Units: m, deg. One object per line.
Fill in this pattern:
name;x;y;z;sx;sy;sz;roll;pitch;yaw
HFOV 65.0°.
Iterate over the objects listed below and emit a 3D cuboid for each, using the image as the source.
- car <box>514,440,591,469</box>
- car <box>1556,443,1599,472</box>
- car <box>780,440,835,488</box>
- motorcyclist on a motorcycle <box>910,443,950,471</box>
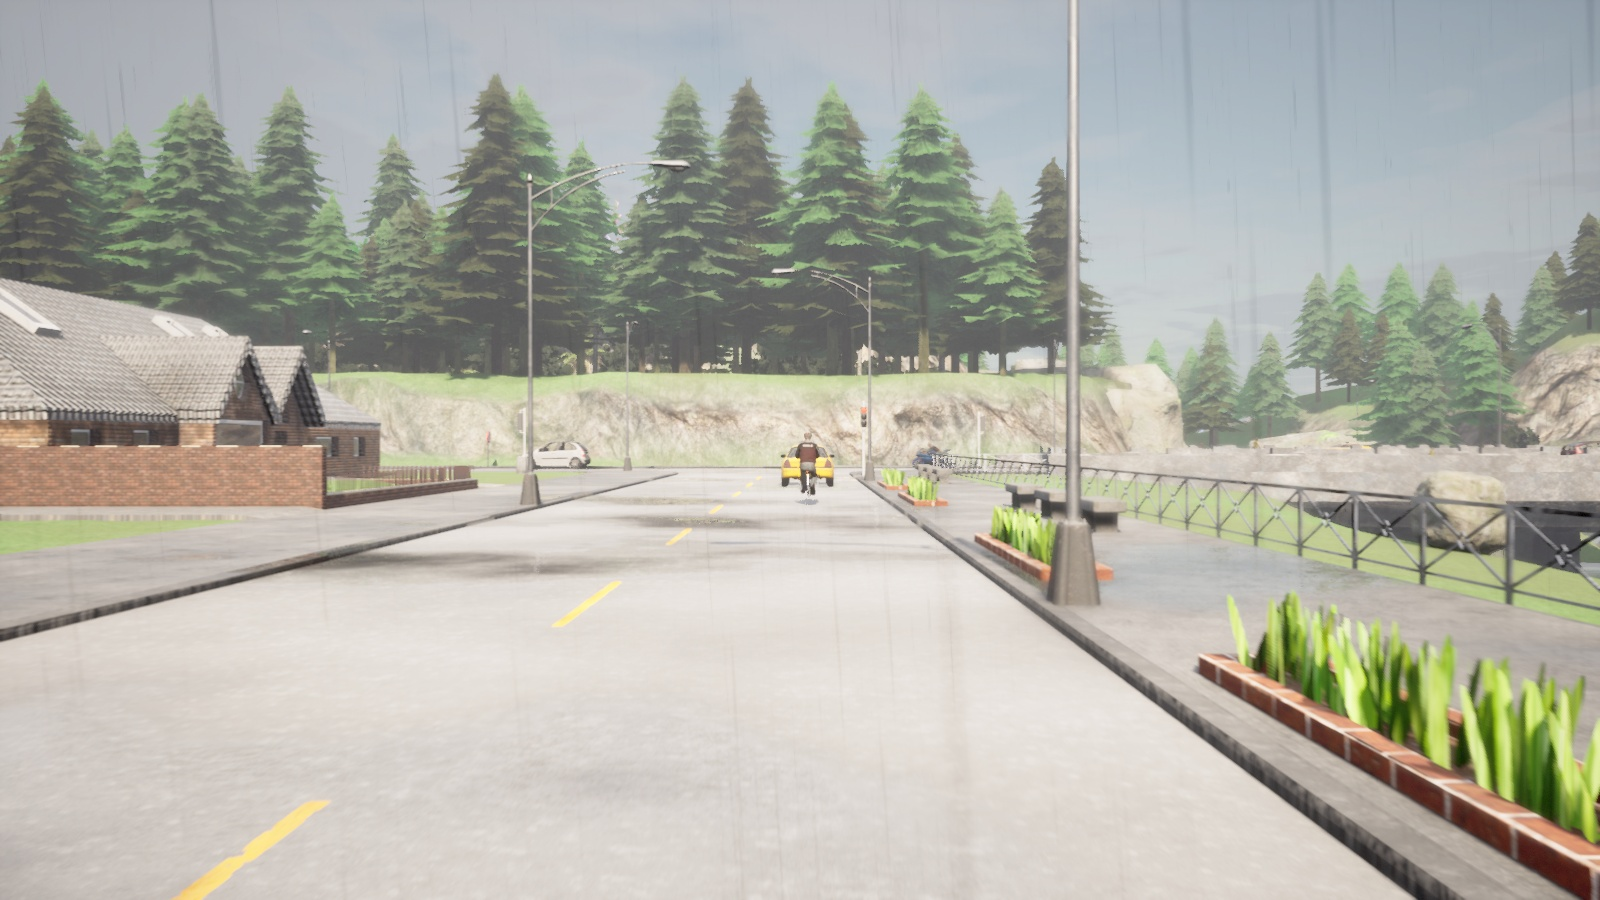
car;-14.026;0.232;71.234;3.988;1.617;1.851;0;0;2
car;42.697;0.382;66.920;3.705;1.549;1.789;0;0;0
car;0.266;0.439;43.702;1.801;1.575;5.366;0;0;0
motorcyclist on a motorcycle;7.368;0.387;71.130;2.191;1.530;0.866;0;0;0
